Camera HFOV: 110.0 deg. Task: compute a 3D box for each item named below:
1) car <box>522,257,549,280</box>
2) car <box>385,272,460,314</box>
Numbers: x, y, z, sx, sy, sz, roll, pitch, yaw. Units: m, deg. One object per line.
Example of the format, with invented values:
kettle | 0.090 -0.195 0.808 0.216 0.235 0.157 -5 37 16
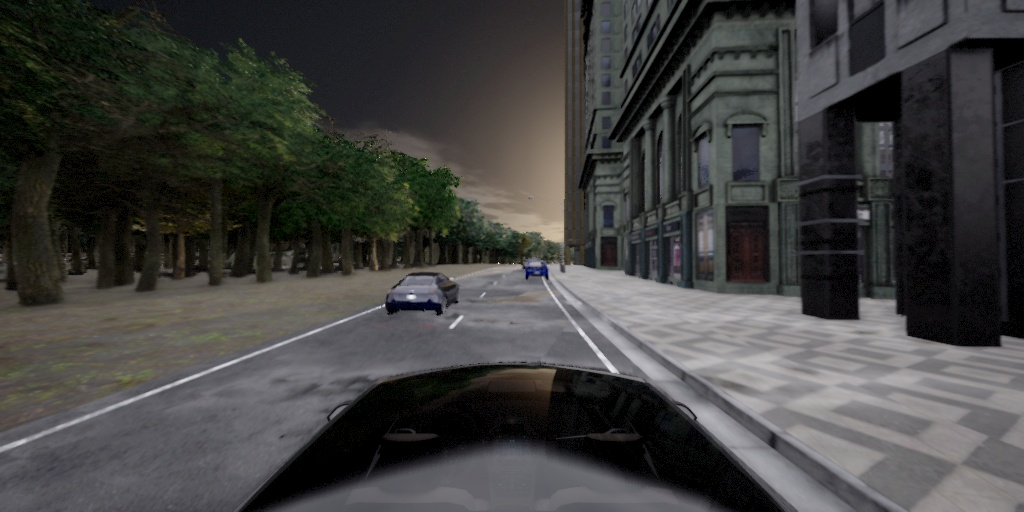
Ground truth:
car | 2.065 1.108 29.943 1.882 1.535 5.008 0 0 3
car | -3.212 1.293 13.628 1.994 1.385 4.181 0 0 1
